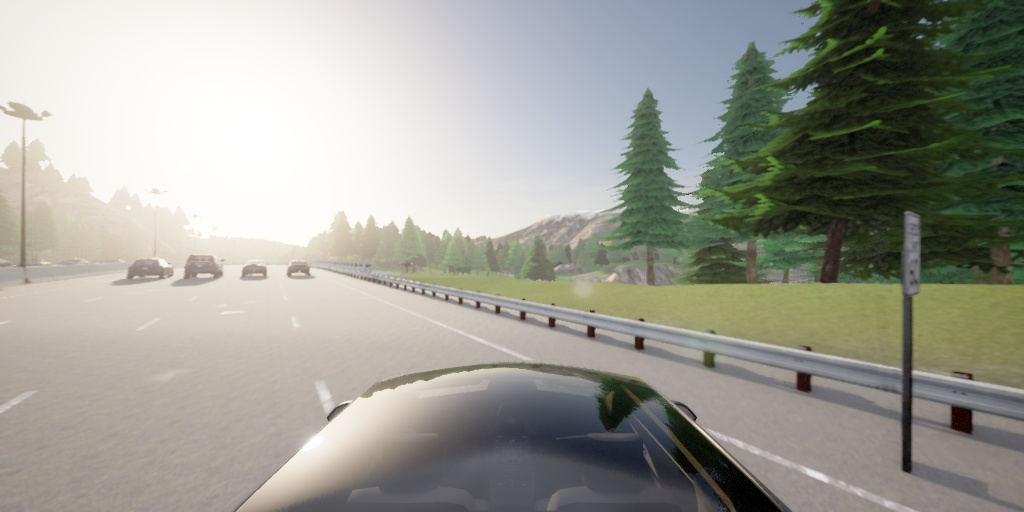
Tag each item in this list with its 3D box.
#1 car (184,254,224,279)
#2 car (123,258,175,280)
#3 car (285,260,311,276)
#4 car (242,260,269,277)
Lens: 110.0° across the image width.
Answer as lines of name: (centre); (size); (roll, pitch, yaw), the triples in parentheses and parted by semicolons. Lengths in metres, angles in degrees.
car: (-26.640, 0.850, 31.159); (2.150, 2.045, 5.566); (0, 0, -34)
car: (-30.090, 0.958, 30.032); (2.097, 1.767, 4.553); (0, 0, -34)
car: (-21.325, 1.165, 35.809); (1.837, 1.490, 4.892); (0, 0, -34)
car: (-24.374, 1.133, 34.074); (2.128, 1.511, 4.902); (0, 0, -34)
